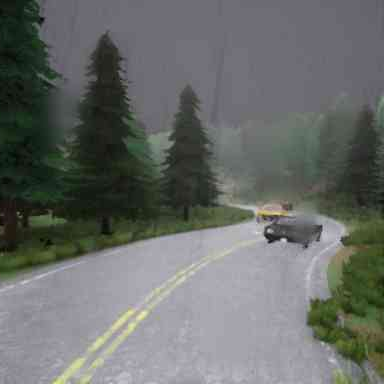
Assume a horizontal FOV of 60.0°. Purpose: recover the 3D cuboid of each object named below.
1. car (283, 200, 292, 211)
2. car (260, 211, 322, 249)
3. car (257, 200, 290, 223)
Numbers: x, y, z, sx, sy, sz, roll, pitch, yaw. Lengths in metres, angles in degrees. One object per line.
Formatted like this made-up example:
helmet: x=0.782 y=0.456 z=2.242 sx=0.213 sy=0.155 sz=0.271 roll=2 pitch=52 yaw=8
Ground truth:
car: x=12.458 y=1.870 z=46.788 sx=1.882 sy=1.535 sz=5.008 roll=1 pitch=0 yaw=-5
car: x=5.124 y=1.853 z=16.345 sx=1.895 sy=1.301 sz=4.718 roll=4 pitch=1 yaw=30
car: x=6.474 y=1.703 z=26.664 sx=1.882 sy=1.535 sz=5.008 roll=3 pitch=0 yaw=20
